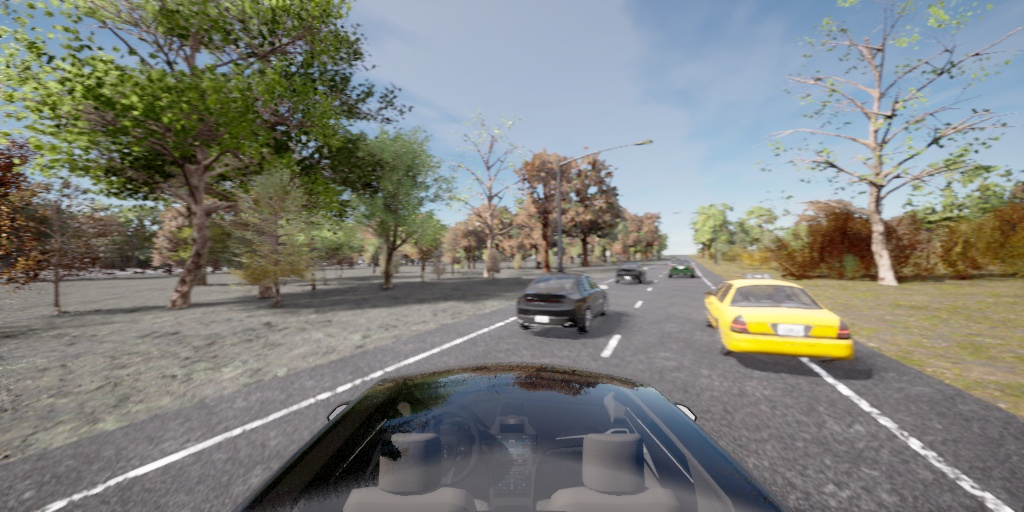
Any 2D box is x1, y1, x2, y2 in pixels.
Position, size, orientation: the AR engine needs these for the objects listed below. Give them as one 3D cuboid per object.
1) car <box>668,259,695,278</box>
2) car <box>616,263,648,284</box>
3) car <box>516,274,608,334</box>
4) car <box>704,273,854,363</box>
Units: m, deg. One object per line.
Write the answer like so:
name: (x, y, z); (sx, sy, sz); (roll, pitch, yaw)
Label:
car: (15.349, 1.035, 32.517); (2.097, 1.767, 4.553); (-1, 0, 26)
car: (9.099, 1.261, 27.308); (1.837, 1.490, 4.892); (-1, 0, 25)
car: (1.692, 1.283, 10.912); (1.837, 1.490, 4.892); (-1, -1, 24)
car: (5.472, 1.154, 8.067); (1.801, 1.575, 5.366); (-1, 0, 24)
